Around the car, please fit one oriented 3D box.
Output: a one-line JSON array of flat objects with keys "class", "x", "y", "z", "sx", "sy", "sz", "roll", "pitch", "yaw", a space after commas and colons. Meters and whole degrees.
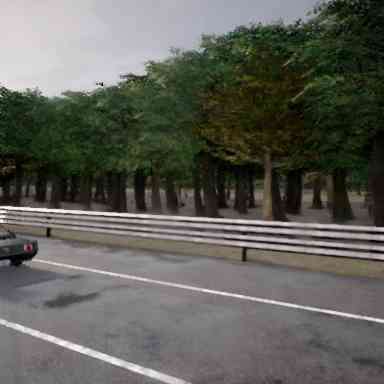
[{"class": "car", "x": -6.819, "y": 1.558, "z": 9.913, "sx": 4.718, "sy": 1.301, "sz": 1.895, "roll": 0, "pitch": 0, "yaw": 31}]
